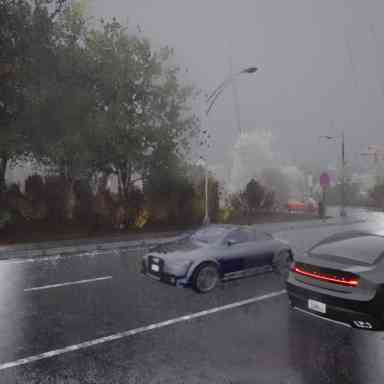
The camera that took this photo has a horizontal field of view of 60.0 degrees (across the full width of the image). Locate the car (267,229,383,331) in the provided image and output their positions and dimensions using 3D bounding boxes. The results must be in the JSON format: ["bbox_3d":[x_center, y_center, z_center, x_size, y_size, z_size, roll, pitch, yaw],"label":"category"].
[{"bbox_3d":[3.891,1.505,6.513,4.892,1.490,1.837,0,0,-35],"label":"car"}]

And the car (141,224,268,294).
[{"bbox_3d":[0.778,1.564,8.837,4.181,1.385,1.994,0,0,-35],"label":"car"}]

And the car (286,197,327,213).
[{"bbox_3d":[12.566,1.352,36.862,2.097,1.767,4.553,0,0,-32],"label":"car"}]

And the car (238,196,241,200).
[{"bbox_3d":[8.062,1.448,64.079,1.994,1.385,4.181,0,1,-32],"label":"car"}]
